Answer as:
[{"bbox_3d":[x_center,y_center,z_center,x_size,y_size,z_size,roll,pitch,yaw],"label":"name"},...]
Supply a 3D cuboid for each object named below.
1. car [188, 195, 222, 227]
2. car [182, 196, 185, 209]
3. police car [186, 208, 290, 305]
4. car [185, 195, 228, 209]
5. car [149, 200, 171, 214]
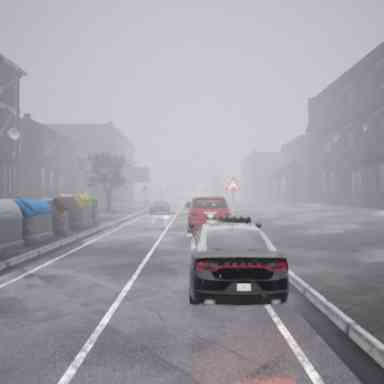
[{"bbox_3d":[0.842,1.241,24.188,2.150,2.045,5.566,0,0,0],"label":"car"},{"bbox_3d":[-0.072,1.569,44.935,1.812,1.442,4.674,0,0,0],"label":"car"},{"bbox_3d":[0.880,1.420,8.263,1.930,1.638,5.238,0,0,0],"label":"police car"},{"bbox_3d":[0.857,1.229,18.187,2.150,2.045,5.566,0,0,0],"label":"car"},{"bbox_3d":[-3.181,1.553,34.112,1.994,1.385,4.181,0,-2,0],"label":"car"}]
